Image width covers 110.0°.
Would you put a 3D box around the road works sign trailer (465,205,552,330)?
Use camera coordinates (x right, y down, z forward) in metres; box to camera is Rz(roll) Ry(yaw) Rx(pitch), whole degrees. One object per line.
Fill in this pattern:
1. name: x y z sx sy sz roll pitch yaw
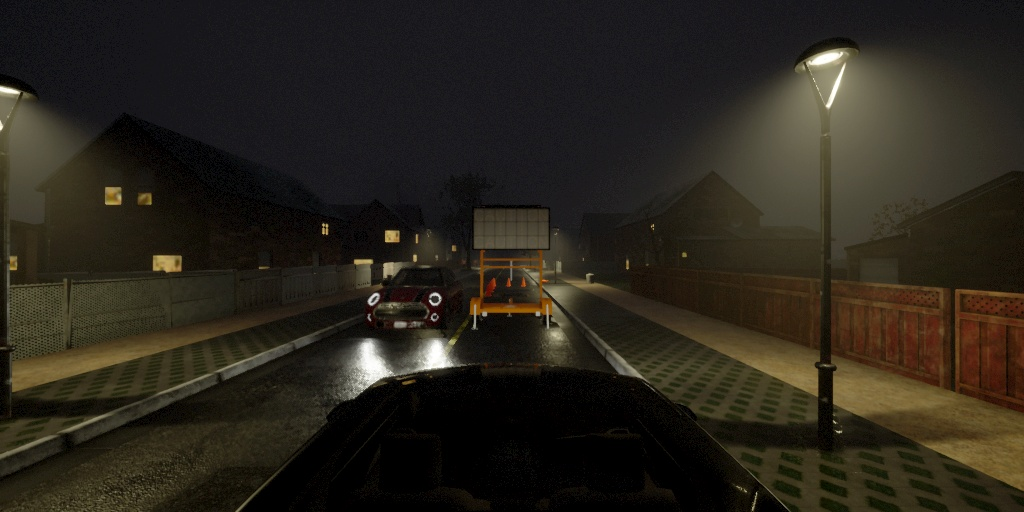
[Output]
1. road works sign trailer: -0.021 0.221 11.192 2.380 3.560 2.880 0 0 0

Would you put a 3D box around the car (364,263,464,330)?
1. car: -2.771 1.110 11.104 2.097 1.767 4.553 0 0 0
